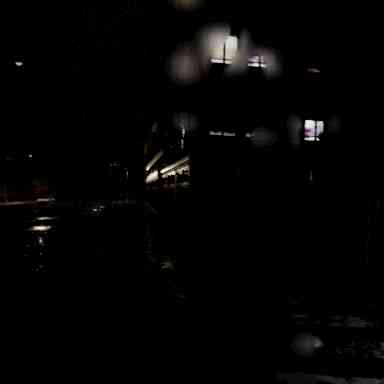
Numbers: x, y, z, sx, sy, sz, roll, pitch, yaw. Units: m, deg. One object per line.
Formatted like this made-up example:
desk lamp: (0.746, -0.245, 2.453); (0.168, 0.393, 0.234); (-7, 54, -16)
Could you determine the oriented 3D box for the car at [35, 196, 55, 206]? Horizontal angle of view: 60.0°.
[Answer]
car: (-21.264, 1.293, 48.438); (1.812, 1.442, 4.674); (1, 0, -9)
